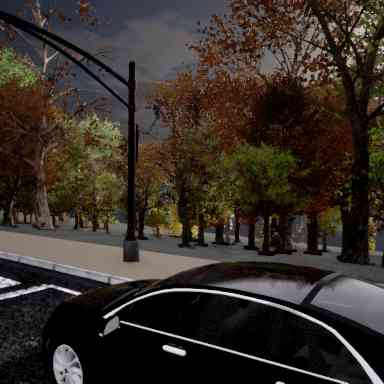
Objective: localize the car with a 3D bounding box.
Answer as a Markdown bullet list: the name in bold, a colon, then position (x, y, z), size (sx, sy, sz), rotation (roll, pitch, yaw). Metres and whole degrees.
- **car**: position (0.398, 1.504, 3.391), size (4.892, 1.490, 1.837), rotation (0, 0, 36)
